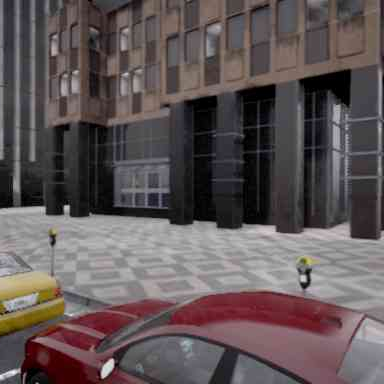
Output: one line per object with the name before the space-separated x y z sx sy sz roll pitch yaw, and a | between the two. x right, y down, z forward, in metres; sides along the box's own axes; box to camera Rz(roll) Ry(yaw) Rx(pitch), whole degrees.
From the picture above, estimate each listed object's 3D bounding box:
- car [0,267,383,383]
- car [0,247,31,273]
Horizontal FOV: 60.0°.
car | 0.357 1.543 2.722 4.507 1.381 1.887 0 0 36
car | -4.279 1.514 6.030 4.829 1.417 1.752 0 0 36
